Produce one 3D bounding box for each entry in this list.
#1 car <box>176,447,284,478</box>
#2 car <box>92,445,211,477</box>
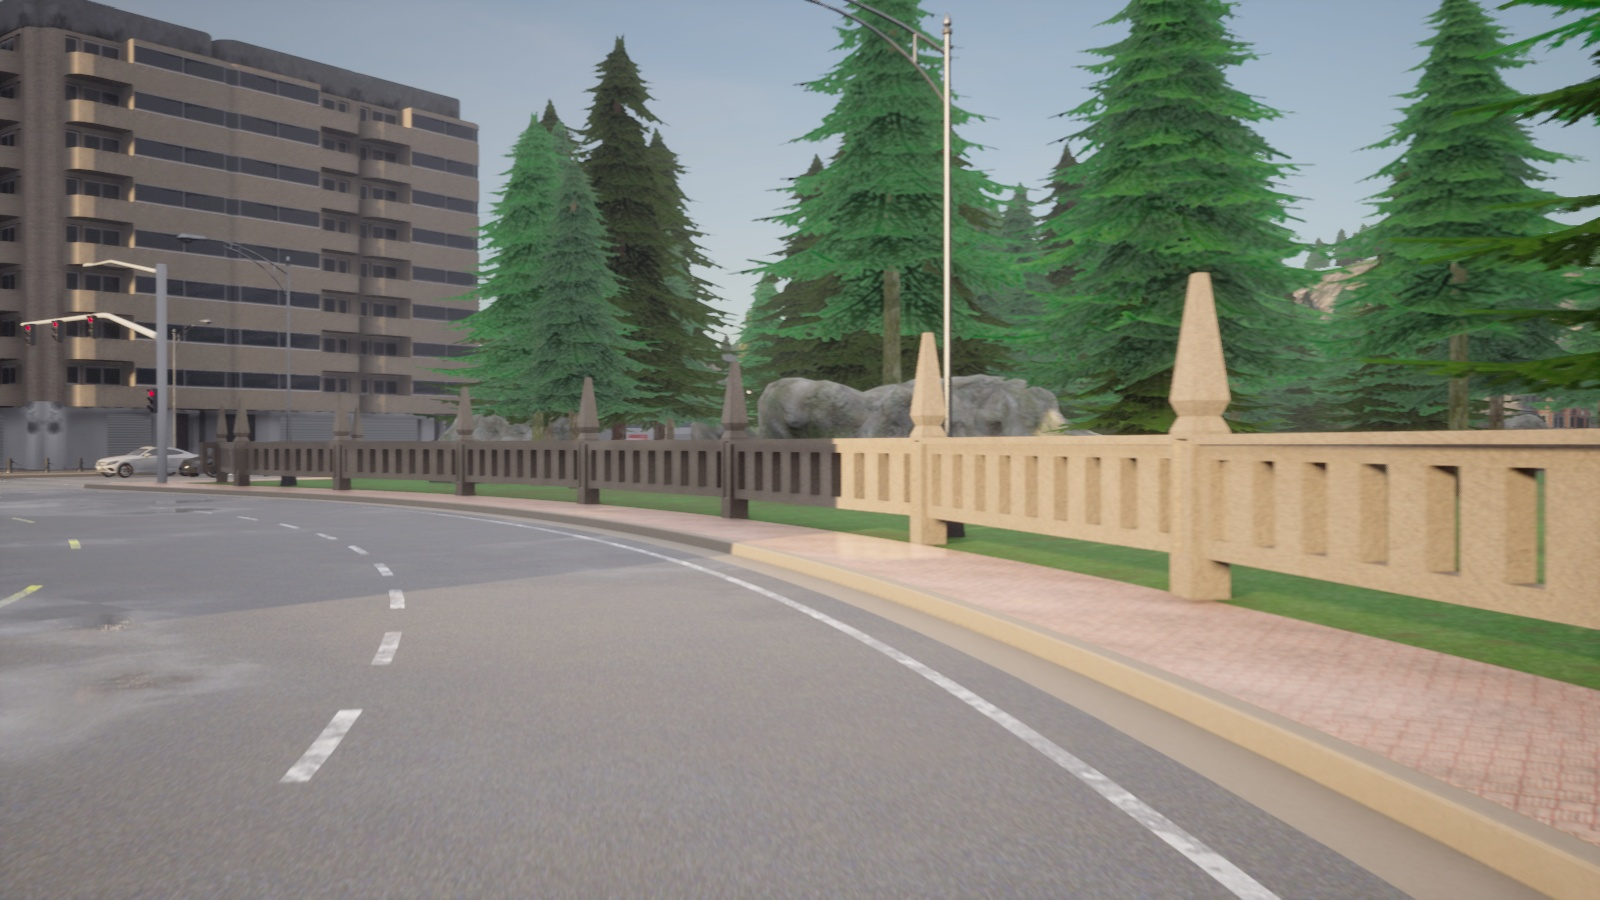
[{"bbox_3d":[-26.625,0.542,58.780,1.994,1.385,4.181,0,0,37],"label":"car"},{"bbox_3d":[-30.584,0.502,59.353,1.812,1.442,4.674,0,0,37],"label":"car"}]
